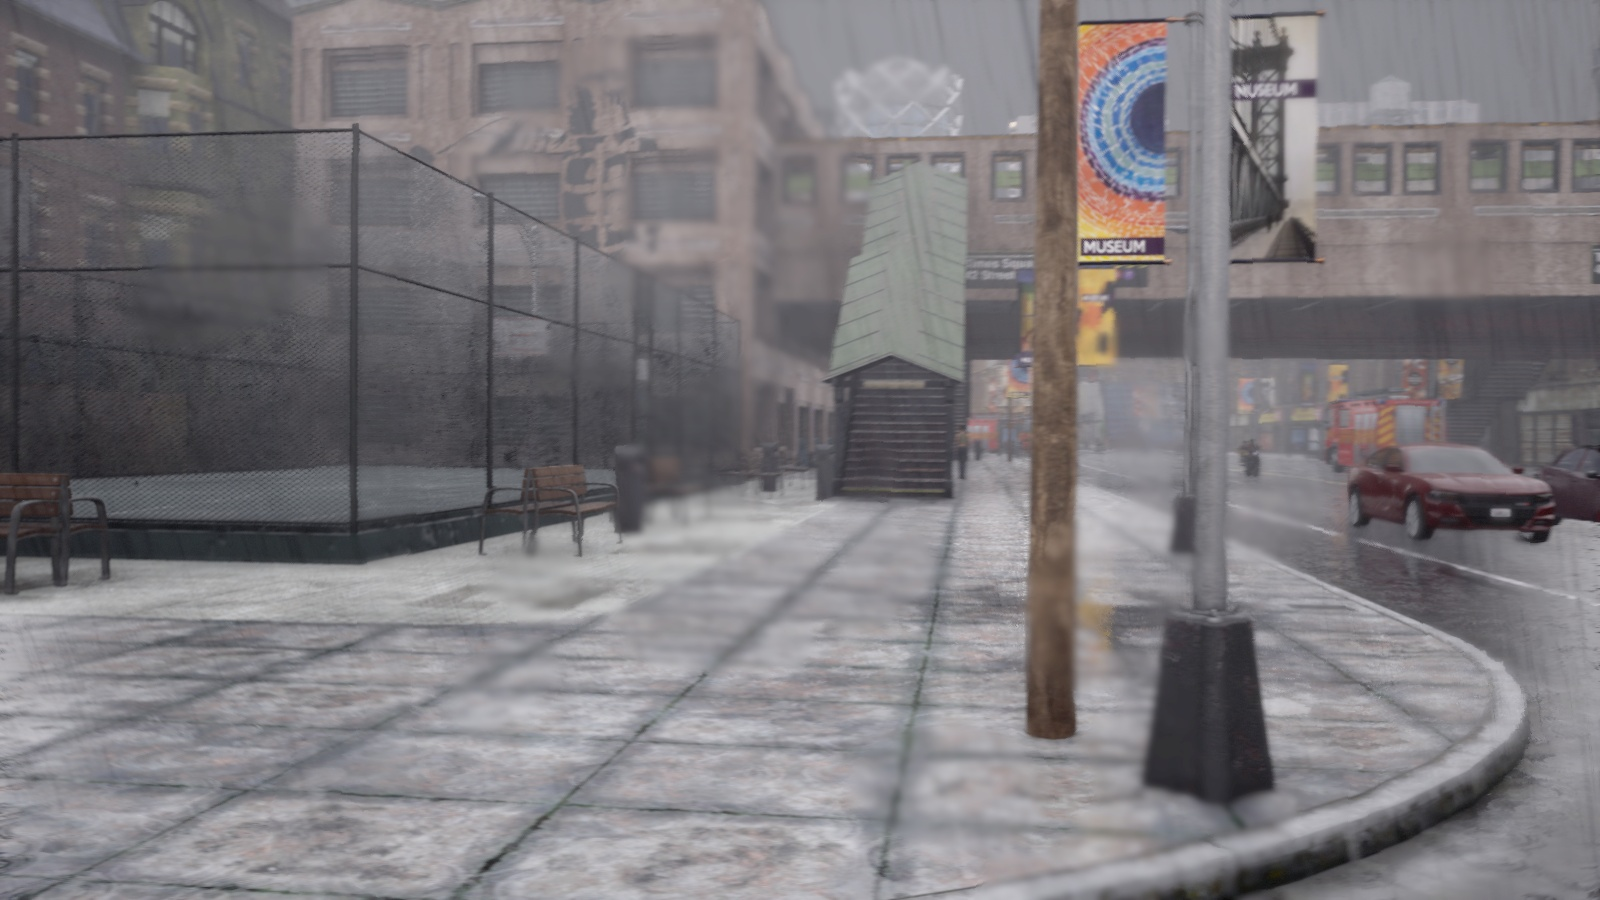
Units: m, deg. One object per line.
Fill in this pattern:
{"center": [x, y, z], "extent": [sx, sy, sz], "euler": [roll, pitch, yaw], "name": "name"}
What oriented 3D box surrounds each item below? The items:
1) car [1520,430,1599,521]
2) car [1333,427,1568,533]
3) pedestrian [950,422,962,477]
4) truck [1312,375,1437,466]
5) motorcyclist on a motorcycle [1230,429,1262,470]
{"center": [14.211, 0.397, 21.691], "extent": [1.845, 1.501, 3.633], "euler": [-1, 1, 8], "name": "car"}
{"center": [10.569, 0.422, 20.878], "extent": [1.882, 1.535, 5.008], "euler": [-1, 1, 8], "name": "car"}
{"center": [5.167, -0.021, 41.684], "extent": [0.345, 1.836, 0.594], "euler": [-1, 1, 10], "name": "pedestrian"}
{"center": [26.287, -1.311, 57.938], "extent": [2.891, 3.827, 8.468], "euler": [-1, 1, 8], "name": "truck"}
{"center": [18.387, -0.020, 51.789], "extent": [0.766, 1.649, 2.350], "euler": [-1, 1, 8], "name": "motorcyclist on a motorcycle"}
